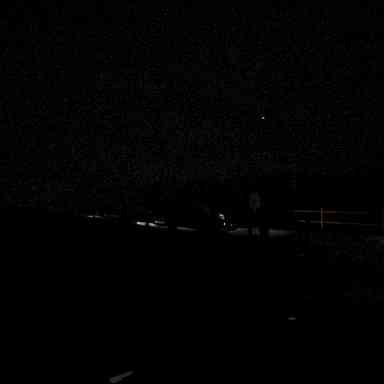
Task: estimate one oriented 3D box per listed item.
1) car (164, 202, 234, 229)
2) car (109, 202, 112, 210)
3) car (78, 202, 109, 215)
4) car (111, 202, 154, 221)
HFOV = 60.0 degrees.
[{"bbox_3d":[0.498,1.565,22.335,4.553,1.767,2.097,0,-1,25],"label":"car"},{"bbox_3d":[-11.521,2.040,44.552,1.882,1.535,5.008,1,-1,-35],"label":"car"},{"bbox_3d":[-12.487,2.056,41.020,2.033,1.411,5.357,1,-1,-35],"label":"car"},{"bbox_3d":[-5.276,1.847,30.875,2.128,1.511,4.902,1,-1,-36],"label":"car"}]
